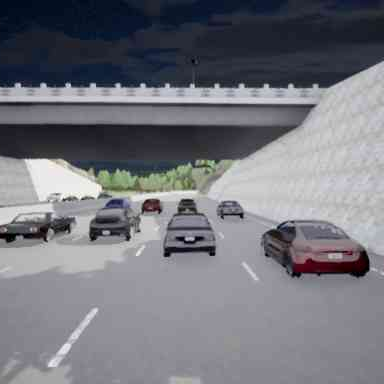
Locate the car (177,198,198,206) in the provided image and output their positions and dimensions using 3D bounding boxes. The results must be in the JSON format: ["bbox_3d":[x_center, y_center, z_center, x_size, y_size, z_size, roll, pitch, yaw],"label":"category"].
[{"bbox_3d":[-0.454,1.383,32.680,1.837,1.490,4.892,0,0,-1],"label":"car"}]

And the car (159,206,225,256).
[{"bbox_3d":[-0.111,1.499,12.880,2.033,1.411,5.357,0,0,-1],"label":"car"}]

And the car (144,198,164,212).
[{"bbox_3d":[-3.977,1.376,34.023,1.882,1.535,5.008,0,0,-1],"label":"car"}]

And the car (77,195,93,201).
[{"bbox_3d":[-22.248,1.377,71.116,2.033,1.411,5.357,0,0,-1],"label":"car"}]

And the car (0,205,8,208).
[{"bbox_3d":[-18.088,1.620,29.012,1.895,1.301,4.718,0,0,-1],"label":"car"}]

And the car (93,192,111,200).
[{"bbox_3d":[-18.750,1.037,71.149,2.150,2.045,5.566,0,0,-1],"label":"car"}]

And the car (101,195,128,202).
[{"bbox_3d":[-7.477,1.401,33.987,1.882,1.535,5.008,0,0,-1],"label":"car"}]

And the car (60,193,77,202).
[{"bbox_3d":[-25.747,1.402,71.051,2.033,1.411,5.357,0,0,-1],"label":"car"}]

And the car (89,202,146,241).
[{"bbox_3d":[-3.673,1.468,16.492,1.837,1.490,4.892,0,0,-1],"label":"car"}]

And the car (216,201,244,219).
[{"bbox_3d":[3.128,1.418,27.897,2.033,1.411,5.357,0,0,-1],"label":"car"}]

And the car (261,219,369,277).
[{"bbox_3d":[3.430,1.501,10.026,1.994,1.385,4.181,0,0,-1],"label":"car"}]

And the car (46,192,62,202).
[{"bbox_3d":[-29.256,1.085,71.370,2.150,2.045,5.566,0,0,-1],"label":"car"}]

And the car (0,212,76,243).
[{"bbox_3d":[-7.163,1.591,15.976,1.895,1.301,4.718,0,0,-1],"label":"car"}]
